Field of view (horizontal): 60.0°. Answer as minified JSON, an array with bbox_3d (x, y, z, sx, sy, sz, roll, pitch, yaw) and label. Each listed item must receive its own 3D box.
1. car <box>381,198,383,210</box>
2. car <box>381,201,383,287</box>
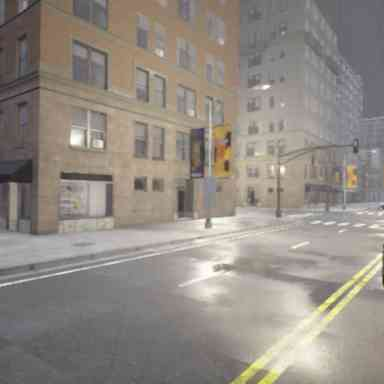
[{"bbox_3d":[29.979,1.766,50.059,2.097,1.767,4.553,1,0,38],"label":"car"},{"bbox_3d":[6.317,1.296,8.364,2.150,2.045,5.566,1,-1,38],"label":"car"}]
